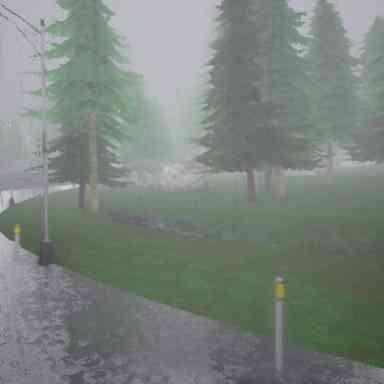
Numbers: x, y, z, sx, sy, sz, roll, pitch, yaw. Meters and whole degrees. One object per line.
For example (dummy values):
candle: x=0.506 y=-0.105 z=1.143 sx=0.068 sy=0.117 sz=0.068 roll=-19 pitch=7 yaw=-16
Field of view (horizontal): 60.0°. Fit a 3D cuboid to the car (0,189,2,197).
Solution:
car: x=-22.436 y=-0.037 z=36.194 sx=2.128 sy=1.511 sz=4.902 roll=-2 pitch=4 yaw=-9
